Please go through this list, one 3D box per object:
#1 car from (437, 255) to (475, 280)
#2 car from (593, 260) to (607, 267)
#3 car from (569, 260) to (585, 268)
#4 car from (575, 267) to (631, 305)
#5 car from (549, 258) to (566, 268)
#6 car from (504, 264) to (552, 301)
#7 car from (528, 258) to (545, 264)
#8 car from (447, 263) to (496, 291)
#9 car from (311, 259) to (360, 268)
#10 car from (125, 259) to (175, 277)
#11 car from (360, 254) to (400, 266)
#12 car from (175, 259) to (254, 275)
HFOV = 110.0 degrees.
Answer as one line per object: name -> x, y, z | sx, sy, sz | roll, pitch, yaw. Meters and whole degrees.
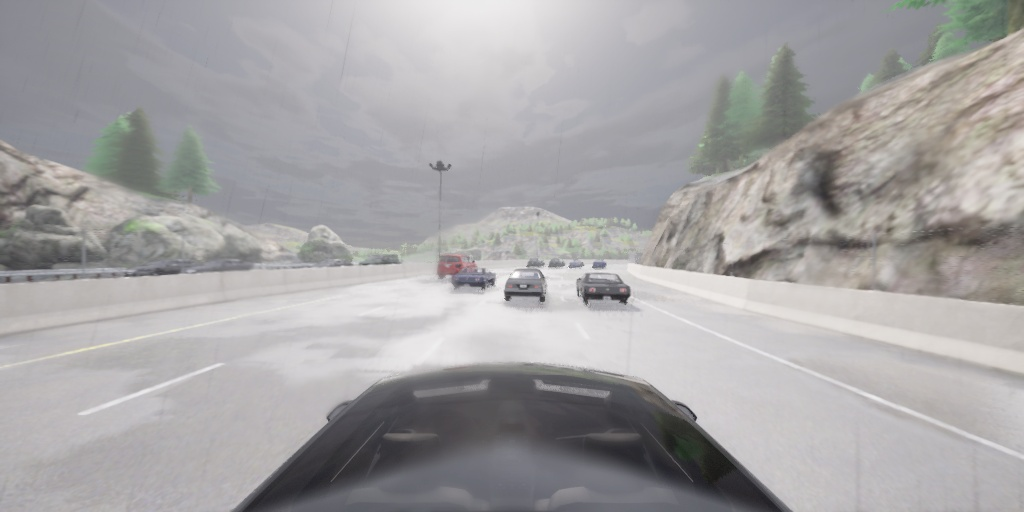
car -> -4.518, 0.931, 30.357 | 2.150, 2.045, 5.566 | 0, 0, 10
car -> 15.251, 1.398, 62.250 | 1.882, 1.535, 5.008 | 0, 0, 22
car -> 11.402, 1.428, 62.924 | 2.033, 1.411, 5.357 | 1, 0, 23
car -> 4.028, 1.396, 16.544 | 1.895, 1.301, 4.718 | 1, 0, 6
car -> 8.014, 1.198, 63.224 | 2.097, 1.767, 4.553 | 1, 0, 22
car -> 0.758, 1.309, 17.481 | 2.033, 1.411, 5.357 | 1, 0, 6
car -> 4.304, 1.160, 63.384 | 2.097, 1.767, 4.553 | 1, 0, 21
car -> -2.196, 1.333, 22.016 | 1.895, 1.301, 4.718 | 1, 0, 7
car -> -17.953, 1.066, 35.880 | 2.128, 1.511, 4.902 | 1, 0, 11
car -> -26.346, 0.977, 27.487 | 2.128, 1.511, 4.902 | 1, 0, 8
car -> -13.987, 0.839, 37.967 | 2.150, 2.045, 5.566 | 1, 0, 12
car -> -22.729, 1.014, 28.135 | 2.128, 1.511, 4.902 | 1, 0, 8
